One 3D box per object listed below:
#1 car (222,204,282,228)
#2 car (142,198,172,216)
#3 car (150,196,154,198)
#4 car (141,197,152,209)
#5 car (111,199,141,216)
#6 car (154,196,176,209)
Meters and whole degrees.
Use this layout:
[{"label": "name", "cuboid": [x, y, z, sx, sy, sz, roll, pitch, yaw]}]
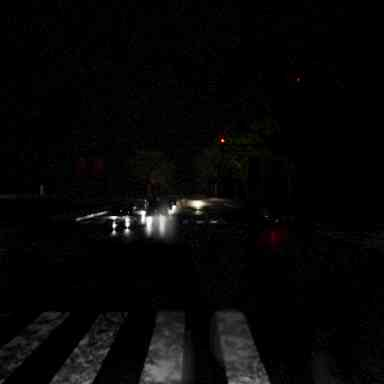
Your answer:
[{"label": "car", "cuboid": [4.222, 1.615, 23.811, 1.812, 1.442, 4.674, -3, 4, -39]}, {"label": "car", "cuboid": [-3.321, 1.569, 32.505, 1.994, 1.385, 4.181, 0, 0, 0]}, {"label": "car", "cuboid": [-6.771, 1.476, 54.020, 1.882, 1.535, 5.008, 0, 0, 0]}, {"label": "car", "cuboid": [-6.671, 1.603, 42.461, 1.895, 1.301, 4.718, 0, 0, 0]}, {"label": "car", "cuboid": [-6.578, 1.569, 32.627, 1.994, 1.385, 4.181, 0, 0, -1]}, {"label": "car", "cuboid": [-3.424, 1.479, 42.812, 1.882, 1.535, 5.008, 0, 0, -1]}]
